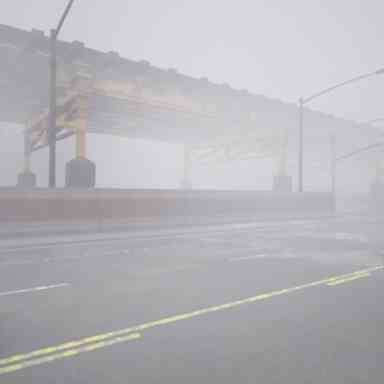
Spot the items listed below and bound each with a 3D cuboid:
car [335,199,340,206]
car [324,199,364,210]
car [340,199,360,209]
[{"bbox_3d":[18.474,1.834,45.227,2.038,1.542,4.974,0,0,18],"label":"car"},{"bbox_3d":[22.385,1.884,48.986,4.974,1.542,2.038,0,0,-7],"label":"car"},{"bbox_3d":[22.334,1.726,48.981,4.536,1.218,1.853,0,0,-7],"label":"car"}]
